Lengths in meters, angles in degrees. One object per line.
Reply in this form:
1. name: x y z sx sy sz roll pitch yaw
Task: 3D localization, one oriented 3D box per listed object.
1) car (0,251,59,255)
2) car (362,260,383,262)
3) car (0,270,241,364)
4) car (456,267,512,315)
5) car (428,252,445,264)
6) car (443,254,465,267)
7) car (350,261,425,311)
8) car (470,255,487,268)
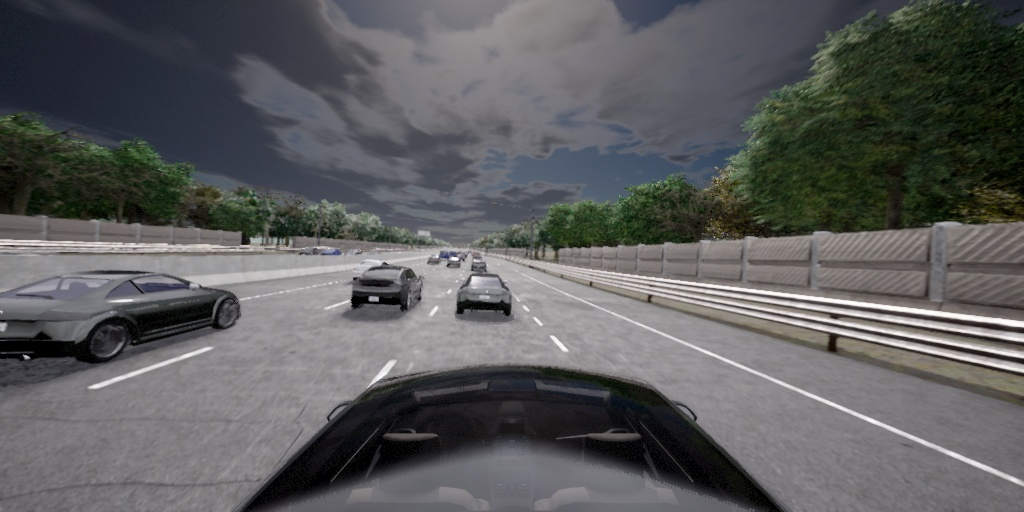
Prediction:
1. car: -18.683 0.467 13.275 1.895 1.301 4.718 3 0 -5
2. car: -9.074 0.957 23.746 1.812 1.442 4.674 3 0 -6
3. car: -7.456 0.967 7.022 1.994 1.385 4.181 3 -1 -5
4. car: -1.112 1.363 14.096 1.994 1.385 4.181 3 -1 -6
5. car: -12.619 0.523 58.720 2.033 1.411 5.357 3 1 -6
6. car: -8.479 0.819 52.711 2.033 1.411 5.357 3 1 -6
7. car: -4.586 1.119 13.743 1.837 1.490 4.892 3 -1 -5
8. car: -4.186 1.086 45.132 2.128 1.511 4.902 3 1 -6
